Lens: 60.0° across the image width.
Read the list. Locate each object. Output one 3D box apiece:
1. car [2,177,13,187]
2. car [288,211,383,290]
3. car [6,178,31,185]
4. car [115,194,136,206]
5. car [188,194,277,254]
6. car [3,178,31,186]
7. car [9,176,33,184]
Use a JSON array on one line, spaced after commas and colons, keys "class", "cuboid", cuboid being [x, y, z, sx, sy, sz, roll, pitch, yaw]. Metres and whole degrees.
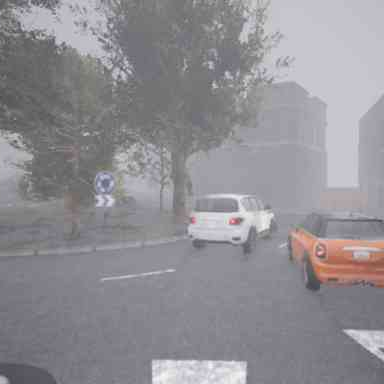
[{"class": "car", "cuboid": [-37.111, -1.873, 69.802, 4.792, 1.488, 2.163, -3, 7, -40]}, {"class": "car", "cuboid": [3.852, 1.287, 8.933, 2.097, 1.767, 4.553, 0, 1, 10]}, {"class": "car", "cuboid": [-39.233, -2.369, 75.311, 4.674, 1.452, 2.002, -3, 6, -41]}, {"class": "car", "cuboid": [-8.894, 0.873, 41.549, 1.837, 1.490, 4.892, -2, 4, -44]}, {"class": "car", "cuboid": [1.808, 1.083, 13.365, 2.150, 2.045, 5.566, -1, 1, 26]}, {"class": "car", "cuboid": [-38.138, -2.156, 72.571, 4.892, 1.521, 2.231, -3, 7, -41]}, {"class": "car", "cuboid": [-41.493, -3.031, 80.717, 4.553, 1.767, 2.185, -4, 6, -42]}]
